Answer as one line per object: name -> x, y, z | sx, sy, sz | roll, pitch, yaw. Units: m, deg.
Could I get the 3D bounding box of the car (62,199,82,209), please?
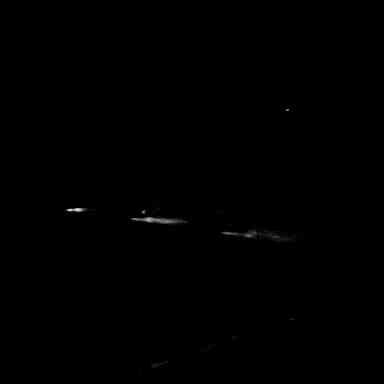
car -> -17.816, 1.759, 49.181 | 1.994, 1.385, 4.181 | -1, 0, -36

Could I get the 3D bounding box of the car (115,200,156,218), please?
car -> -5.863, 1.607, 32.505 | 2.128, 1.511, 4.902 | -1, 1, -36

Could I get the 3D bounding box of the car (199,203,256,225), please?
car -> 2.635, 1.606, 25.564 | 1.994, 1.385, 4.181 | -1, 0, -36

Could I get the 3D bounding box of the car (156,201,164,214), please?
car -> -4.951, 1.567, 36.130 | 1.882, 1.535, 5.008 | -1, 0, -36

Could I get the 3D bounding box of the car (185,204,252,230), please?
car -> 1.456, 1.548, 22.164 | 1.882, 1.535, 5.008 | -1, 0, -35
